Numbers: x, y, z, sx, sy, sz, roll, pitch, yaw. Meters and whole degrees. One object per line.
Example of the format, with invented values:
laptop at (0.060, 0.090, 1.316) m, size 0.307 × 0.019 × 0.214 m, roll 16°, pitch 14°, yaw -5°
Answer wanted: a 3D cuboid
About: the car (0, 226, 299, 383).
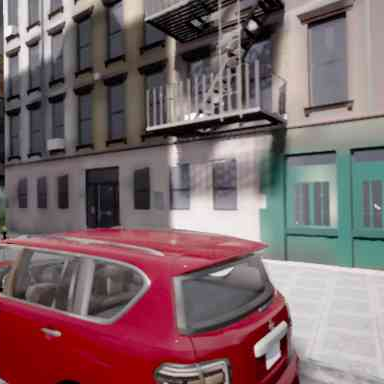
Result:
car at (-1.325, 1.346, 3.925) m, size 5.009 × 1.841 × 2.192 m, roll -1°, pitch -1°, yaw 36°
